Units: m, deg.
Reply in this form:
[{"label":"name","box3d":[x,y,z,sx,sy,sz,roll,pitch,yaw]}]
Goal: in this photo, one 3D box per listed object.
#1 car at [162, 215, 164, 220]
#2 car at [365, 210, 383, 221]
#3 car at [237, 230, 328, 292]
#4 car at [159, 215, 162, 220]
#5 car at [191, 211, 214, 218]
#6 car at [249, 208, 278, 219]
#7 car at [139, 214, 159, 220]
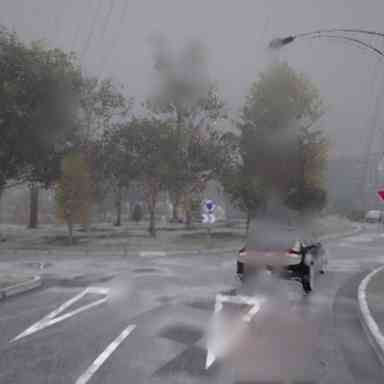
[{"label":"car","box3d":[-11.614,7.294,94.664,5.566,2.045,2.435,1,-6,-15]},{"label":"car","box3d":[24.215,3.087,43.840,1.812,1.442,4.674,-5,-6,41]},{"label":"car","box3d":[2.871,1.886,10.051,2.128,1.511,4.902,-4,-5,28]},{"label":"car","box3d":[-11.905,7.025,91.688,5.566,2.045,2.435,1,-5,-16]},{"label":"car","box3d":[1.852,4.432,63.282,4.902,1.511,2.128,-2,-5,14]},{"label":"car","box3d":[13.047,4.019,60.772,5.566,2.045,2.150,-3,-6,36]},{"label":"car","box3d":[-12.099,7.011,88.723,4.892,1.521,2.231,1,-5,-16]}]
